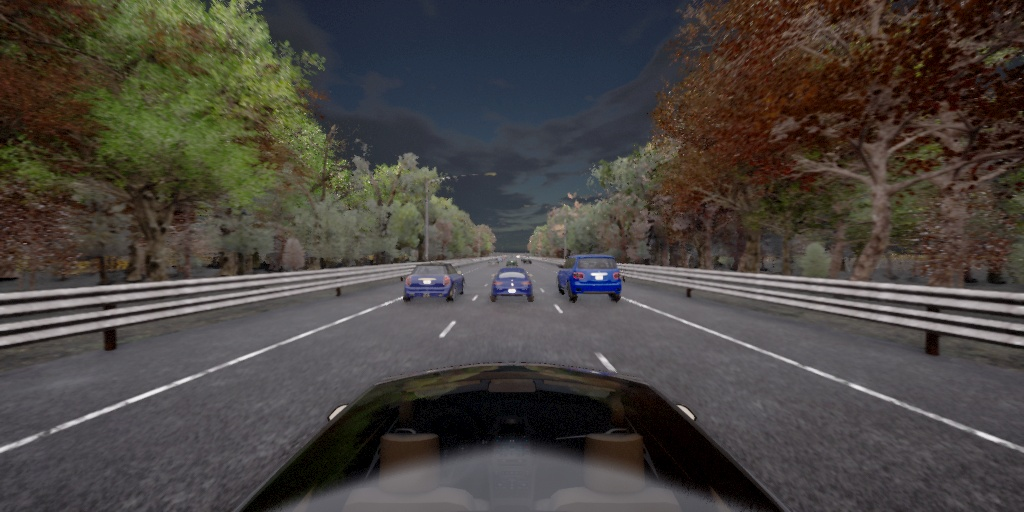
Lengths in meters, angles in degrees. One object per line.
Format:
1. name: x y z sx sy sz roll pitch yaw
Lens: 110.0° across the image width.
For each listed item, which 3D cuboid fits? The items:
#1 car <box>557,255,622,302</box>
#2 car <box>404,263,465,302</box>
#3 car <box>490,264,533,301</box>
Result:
1. car: 3.502 0.966 17.077 2.150 2.045 5.566 0 0 0
2. car: -3.498 1.096 16.929 2.097 1.767 4.553 0 0 0
3. car: 0.003 1.270 17.027 1.812 1.442 4.674 0 0 0
